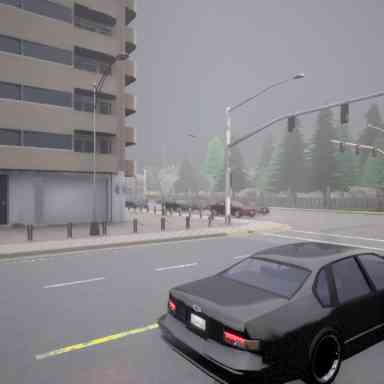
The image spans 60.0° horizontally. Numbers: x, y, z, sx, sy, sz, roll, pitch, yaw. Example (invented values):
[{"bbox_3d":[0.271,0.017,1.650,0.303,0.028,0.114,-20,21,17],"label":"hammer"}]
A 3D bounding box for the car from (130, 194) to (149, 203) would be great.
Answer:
[{"bbox_3d":[-11.033,1.408,69.823,2.097,1.767,4.553,0,0,-36],"label":"car"}]

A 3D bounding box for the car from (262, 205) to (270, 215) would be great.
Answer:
[{"bbox_3d":[5.892,1.619,34.062,1.994,1.385,4.181,0,0,-36],"label":"car"}]

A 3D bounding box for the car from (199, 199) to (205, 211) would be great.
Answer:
[{"bbox_3d":[0.906,1.619,41.007,1.994,1.385,4.181,0,0,-35],"label":"car"}]

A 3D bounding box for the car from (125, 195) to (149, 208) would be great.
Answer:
[{"bbox_3d":[-8.155,1.603,47.588,2.033,1.411,5.357,0,0,-36],"label":"car"}]

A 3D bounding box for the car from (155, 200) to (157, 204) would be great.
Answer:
[{"bbox_3d":[-4.818,1.603,61.255,2.033,1.411,5.357,0,0,-36],"label":"car"}]

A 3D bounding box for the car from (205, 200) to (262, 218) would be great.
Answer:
[{"bbox_3d":[3.774,1.533,31.023,1.882,1.535,5.008,0,0,-36],"label":"car"}]

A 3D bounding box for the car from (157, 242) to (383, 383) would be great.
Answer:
[{"bbox_3d":[2.123,1.547,5.296,5.357,1.411,2.033,0,0,-35],"label":"car"}]

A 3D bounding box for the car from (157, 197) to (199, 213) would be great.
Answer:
[{"bbox_3d":[-1.681,1.533,38.592,1.882,1.535,5.008,0,0,-36],"label":"car"}]
